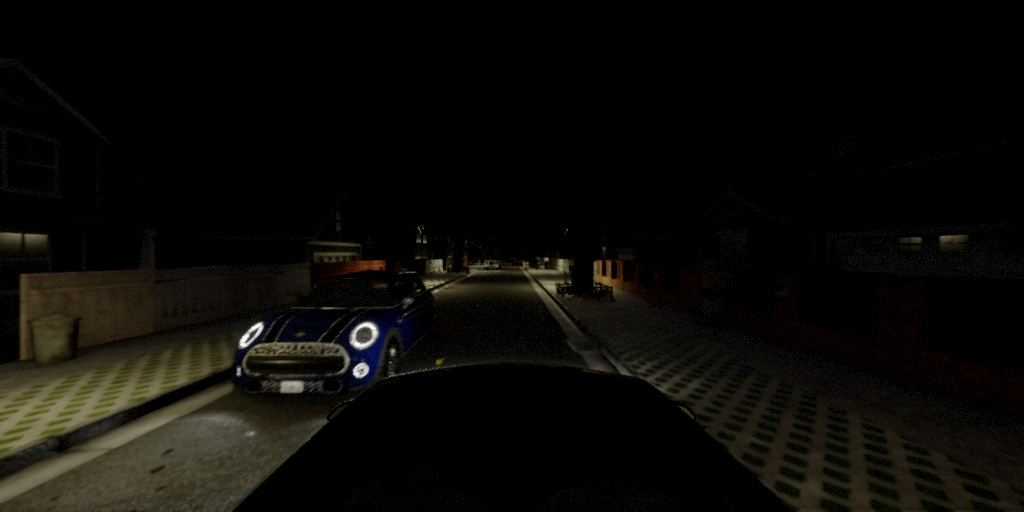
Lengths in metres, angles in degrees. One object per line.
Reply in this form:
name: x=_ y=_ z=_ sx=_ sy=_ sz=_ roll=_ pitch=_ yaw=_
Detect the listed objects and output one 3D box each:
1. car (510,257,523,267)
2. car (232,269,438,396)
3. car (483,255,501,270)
car: x=0.968 y=1.207 z=64.601 sx=1.837 sy=1.490 sz=4.892 roll=0 pitch=0 yaw=0
car: x=-2.849 y=1.100 z=6.888 sx=2.097 sy=1.767 sz=4.553 roll=0 pitch=0 yaw=0
car: x=-2.803 y=0.941 z=51.353 sx=2.150 sy=2.045 sz=5.566 roll=0 pitch=0 yaw=0
